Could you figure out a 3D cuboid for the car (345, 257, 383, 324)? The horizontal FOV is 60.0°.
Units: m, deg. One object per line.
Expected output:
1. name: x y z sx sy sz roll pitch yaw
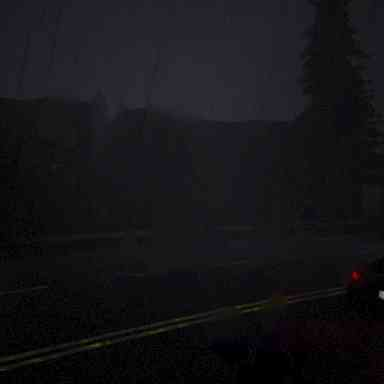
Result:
1. car: 4.808 1.563 5.905 4.181 1.385 1.994 0 0 -25
